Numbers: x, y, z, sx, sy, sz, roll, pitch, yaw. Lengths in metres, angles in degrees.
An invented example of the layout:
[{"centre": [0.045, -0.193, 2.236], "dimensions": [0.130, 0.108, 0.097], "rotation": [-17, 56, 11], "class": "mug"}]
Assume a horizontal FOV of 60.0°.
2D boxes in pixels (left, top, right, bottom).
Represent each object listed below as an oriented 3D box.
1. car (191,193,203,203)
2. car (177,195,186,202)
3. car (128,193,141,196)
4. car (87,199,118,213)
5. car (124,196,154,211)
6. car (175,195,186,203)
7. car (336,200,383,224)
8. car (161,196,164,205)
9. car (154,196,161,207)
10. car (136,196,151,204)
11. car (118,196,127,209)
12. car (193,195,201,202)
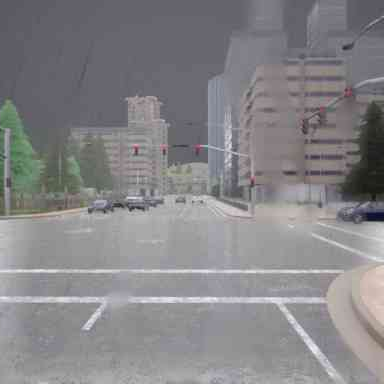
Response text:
[{"centre": [1.037, 1.221, 66.915], "dimensions": [2.150, 2.045, 5.566], "rotation": [0, 0, 1], "class": "car"}, {"centre": [-2.361, 1.478, 77.288], "dimensions": [1.882, 1.535, 5.008], "rotation": [0, 0, 1], "class": "car"}, {"centre": [-9.660, 1.221, 55.454], "dimensions": [2.150, 2.045, 5.566], "rotation": [0, 0, 1], "class": "car"}, {"centre": [-9.847, 1.526, 36.394], "dimensions": [1.812, 1.442, 4.674], "rotation": [0, 0, 1], "class": "car"}, {"centre": [-6.325, 1.547, 40.272], "dimensions": [2.033, 1.411, 5.357], "rotation": [0, 0, 1], "class": "car"}, {"centre": [-2.349, 1.564, 68.332], "dimensions": [1.994, 1.385, 4.181], "rotation": [0, 0, 1], "class": "car"}, {"centre": [12.948, 1.352, 24.066], "dimensions": [4.553, 1.767, 2.097], "rotation": [0, 0, 1], "class": "car"}, {"centre": [-6.105, 1.477, 59.936], "dimensions": [1.882, 1.535, 5.008], "rotation": [0, 0, 0], "class": "car"}, {"centre": [-6.231, 1.564, 49.479], "dimensions": [1.994, 1.385, 4.181], "rotation": [0, 0, 0], "class": "car"}, {"centre": [-9.511, 1.491, 65.686], "dimensions": [2.128, 1.511, 4.902], "rotation": [0, 0, 1], "class": "car"}, {"centre": [-9.773, 1.601, 45.494], "dimensions": [1.895, 1.301, 4.718], "rotation": [0, 0, 1], "class": "car"}, {"centre": [1.132, 1.521, 76.600], "dimensions": [1.812, 1.442, 4.674], "rotation": [0, 0, 1], "class": "car"}]
